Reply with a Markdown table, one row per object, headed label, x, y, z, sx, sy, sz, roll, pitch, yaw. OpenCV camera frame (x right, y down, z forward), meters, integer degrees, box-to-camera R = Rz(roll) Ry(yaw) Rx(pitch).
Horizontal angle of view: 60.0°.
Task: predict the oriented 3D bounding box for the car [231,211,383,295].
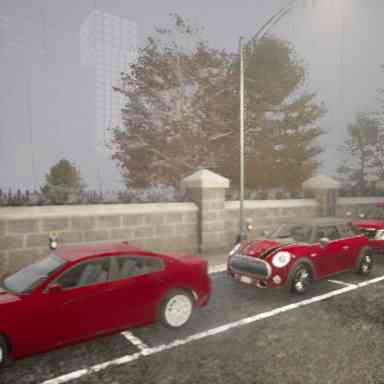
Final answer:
| label | x | y | z | sx | sy | sz | roll | pitch | yaw |
| --- | --- | --- | --- | --- | --- | --- | --- | --- | --- |
| car | 2.833 | 1.423 | 8.576 | 4.097 | 1.590 | 1.967 | 0 | 0 | -35 |

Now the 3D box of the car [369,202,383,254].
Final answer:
| label | x | y | z | sx | sy | sz | roll | pitch | yaw |
| --- | --- | --- | --- | --- | --- | --- | --- | --- | --- |
| car | 7.418 | 1.286 | 11.846 | 5.009 | 1.841 | 2.192 | 0 | 0 | -35 |

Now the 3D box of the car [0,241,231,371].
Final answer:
| label | x | y | z | sx | sy | sz | roll | pitch | yaw |
| --- | --- | --- | --- | --- | --- | --- | --- | --- | --- |
| car | -1.750 | 1.541 | 5.310 | 4.507 | 1.381 | 1.887 | 0 | 0 | -35 |
